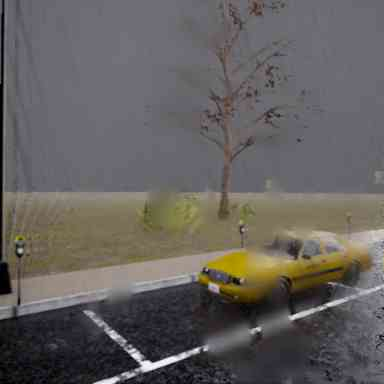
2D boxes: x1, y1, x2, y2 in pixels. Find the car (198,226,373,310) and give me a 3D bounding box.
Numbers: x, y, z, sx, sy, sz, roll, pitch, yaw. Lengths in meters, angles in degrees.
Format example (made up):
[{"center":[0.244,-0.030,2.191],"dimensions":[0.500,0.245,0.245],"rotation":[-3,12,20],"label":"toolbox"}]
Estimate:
[{"center":[2.386,1.516,7.800],"dimensions":[4.829,1.417,1.752],"rotation":[0,1,-36],"label":"car"}]
